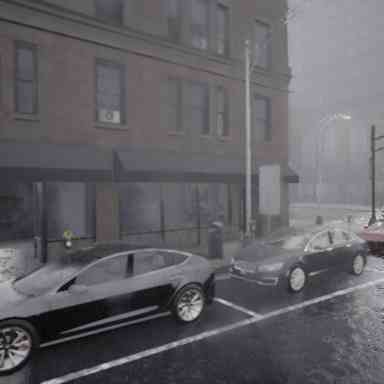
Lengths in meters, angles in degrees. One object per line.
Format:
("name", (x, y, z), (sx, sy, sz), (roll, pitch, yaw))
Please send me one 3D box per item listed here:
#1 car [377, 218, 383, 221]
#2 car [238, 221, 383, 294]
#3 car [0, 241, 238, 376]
("car", (7.420, 1.589, 11.969), (4.507, 1.381, 1.887), (0, -1, -36))
("car", (2.941, 1.576, 8.768), (4.403, 1.369, 2.008), (0, -1, -36))
("car", (-1.538, 1.573, 5.567), (4.313, 1.339, 1.947), (0, -1, -36))
